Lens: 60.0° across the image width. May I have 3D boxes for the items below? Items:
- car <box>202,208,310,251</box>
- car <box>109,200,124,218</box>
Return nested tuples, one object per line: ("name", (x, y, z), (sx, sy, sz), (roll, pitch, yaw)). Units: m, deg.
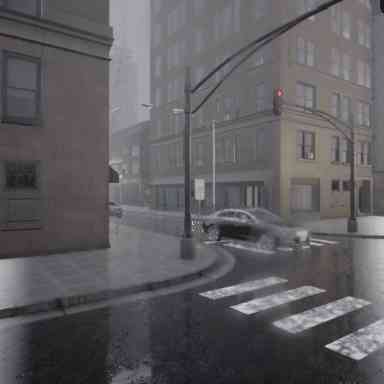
("car", (2.508, 1.441, 14.057), (2.128, 1.511, 4.902), (0, 0, -40))
("car", (-7.252, 1.364, 27.253), (1.837, 1.490, 4.892), (0, 0, -36))
